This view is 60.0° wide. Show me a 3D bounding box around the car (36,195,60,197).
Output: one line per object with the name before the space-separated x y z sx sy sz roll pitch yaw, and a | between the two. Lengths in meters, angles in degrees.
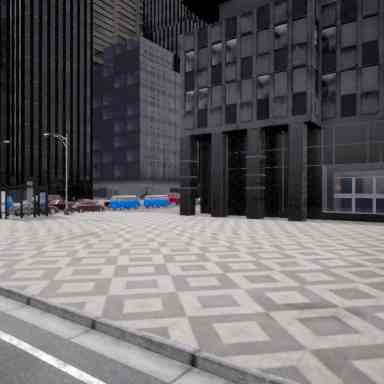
car | -18.244 1.284 40.505 2.192 1.841 5.009 0 0 35

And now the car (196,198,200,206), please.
car | 1.874 1.568 54.059 1.802 1.307 4.206 0 0 35

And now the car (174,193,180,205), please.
car | -4.102 1.191 55.684 2.150 2.045 5.566 0 0 36

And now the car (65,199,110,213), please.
car | -11.300 1.576 35.561 1.802 1.307 4.206 0 0 35

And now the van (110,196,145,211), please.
van | -8.006 1.331 40.186 1.690 1.788 3.998 0 0 35

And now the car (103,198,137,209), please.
car | -10.174 1.572 47.239 1.895 1.301 4.718 0 0 36

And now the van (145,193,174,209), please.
van | -4.713 1.329 44.810 1.690 1.788 3.998 0 0 35

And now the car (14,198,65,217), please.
car | -14.594 1.548 30.937 2.008 1.369 4.403 0 0 35

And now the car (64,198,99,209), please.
car | -14.951 1.548 45.130 1.802 1.307 4.206 0 0 35
